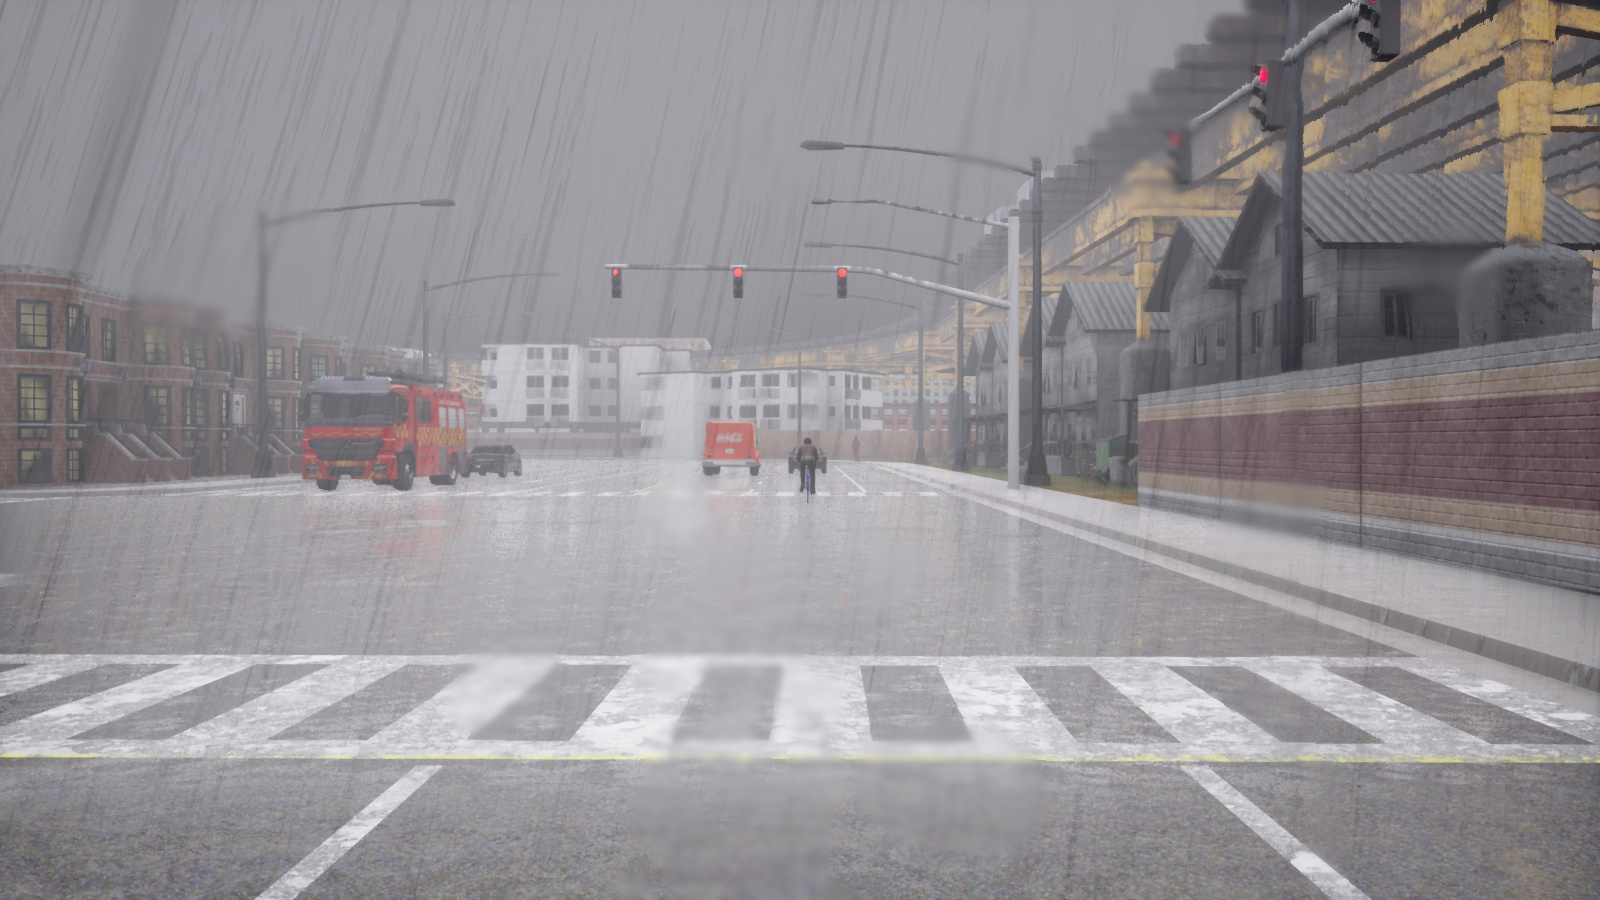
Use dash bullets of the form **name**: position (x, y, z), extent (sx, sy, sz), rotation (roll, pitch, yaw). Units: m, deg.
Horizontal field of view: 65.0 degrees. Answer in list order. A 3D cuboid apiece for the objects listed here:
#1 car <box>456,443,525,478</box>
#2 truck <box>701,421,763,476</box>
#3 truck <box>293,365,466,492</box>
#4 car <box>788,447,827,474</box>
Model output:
- **car**: position (-13.667, 0.426, 55.746), extent (1.837, 1.490, 4.892), rotation (0, 0, 0)
- **truck**: position (-3.145, -0.077, 59.273), extent (2.627, 2.467, 5.204), rotation (0, 0, 0)
- **truck**: position (-13.744, -0.666, 41.951), extent (2.891, 3.827, 8.468), rotation (0, 0, 0)
- **car**: position (0.376, 0.491, 63.156), extent (1.895, 1.301, 4.718), rotation (0, 0, 0)
